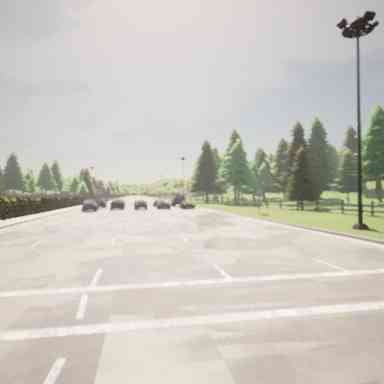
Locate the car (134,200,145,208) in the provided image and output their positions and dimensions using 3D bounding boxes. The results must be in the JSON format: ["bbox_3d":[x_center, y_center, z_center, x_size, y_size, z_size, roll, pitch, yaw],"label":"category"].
[{"bbox_3d":[-9.288,2.057,58.968,1.895,1.301,4.718,-1,0,-10],"label":"car"}]

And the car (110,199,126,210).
[{"bbox_3d":[-11.349,1.906,50.768,1.882,1.535,5.008,-1,0,-10],"label":"car"}]

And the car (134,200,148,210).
[{"bbox_3d":[-7.699,1.912,50.203,1.812,1.442,4.674,-1,0,-10],"label":"car"}]

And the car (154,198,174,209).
[{"bbox_3d":[-4.440,1.963,51.895,1.895,1.301,4.718,-1,0,-9],"label":"car"}]

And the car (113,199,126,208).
[{"bbox_3d":[-12.993,1.993,59.936,2.128,1.511,4.902,-1,0,-10],"label":"car"}]

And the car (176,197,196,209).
[{"bbox_3d":[-0.761,1.920,51.179,1.895,1.301,4.718,-1,0,-10],"label":"car"}]

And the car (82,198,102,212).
[{"bbox_3d":[-14.184,1.958,46.562,1.812,1.442,4.674,-1,0,-10],"label":"car"}]

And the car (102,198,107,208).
[{"bbox_3d":[-16.216,1.879,58.538,2.097,1.767,4.553,-1,0,-10],"label":"car"}]

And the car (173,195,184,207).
[{"bbox_3d":[-2.494,1.617,60.791,2.150,2.045,5.566,-1,0,-10],"label":"car"}]
